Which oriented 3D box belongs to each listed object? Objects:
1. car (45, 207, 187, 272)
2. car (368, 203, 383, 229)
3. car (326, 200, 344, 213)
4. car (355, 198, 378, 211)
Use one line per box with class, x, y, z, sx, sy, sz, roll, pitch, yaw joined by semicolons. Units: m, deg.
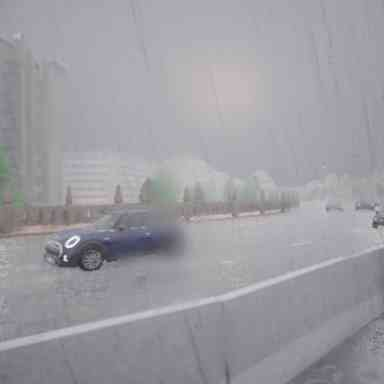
car;-2.426;1.413;11.201;4.553;1.767;2.097;0;0;-39
car;13.209;1.639;21.764;1.812;1.442;4.674;0;0;39
car;17.982;1.794;41.824;1.812;1.442;4.674;0;-1;26
car;23.173;1.624;44.641;2.097;1.767;4.553;-1;-1;24
